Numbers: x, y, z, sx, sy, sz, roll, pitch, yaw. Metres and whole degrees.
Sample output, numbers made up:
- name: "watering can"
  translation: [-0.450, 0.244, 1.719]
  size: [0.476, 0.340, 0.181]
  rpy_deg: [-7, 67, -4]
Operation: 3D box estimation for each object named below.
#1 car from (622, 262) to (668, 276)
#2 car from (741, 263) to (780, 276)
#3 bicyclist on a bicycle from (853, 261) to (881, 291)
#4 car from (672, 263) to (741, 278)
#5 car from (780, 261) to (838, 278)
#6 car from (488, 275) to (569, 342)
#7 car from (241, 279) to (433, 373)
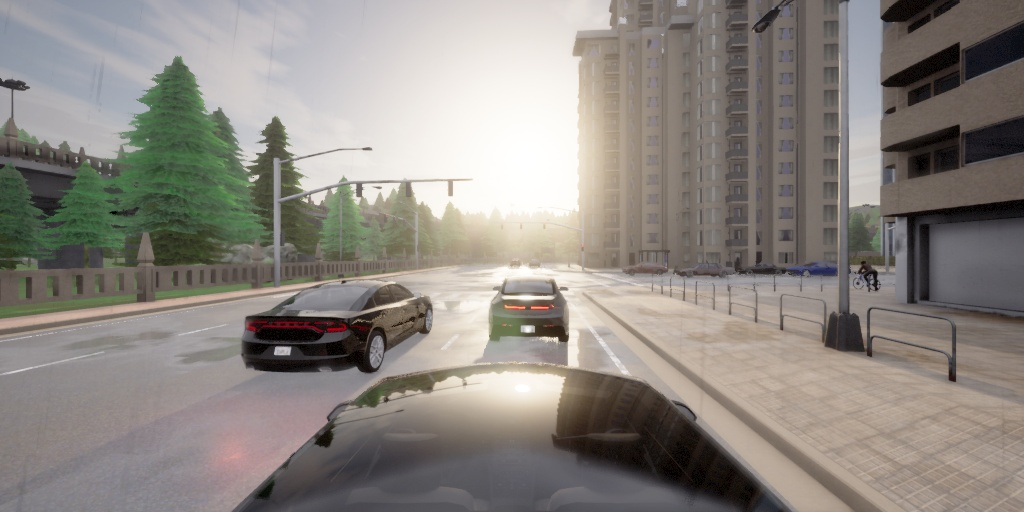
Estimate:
- name: "car"
  translation: [14.162, 1.331, 38.274]
  size: [4.674, 1.442, 1.812]
  rpy_deg: [0, 0, 4]
- name: "car"
  translation: [25.996, 1.406, 37.692]
  size: [4.718, 1.301, 1.895]
  rpy_deg: [0, 0, 3]
- name: "bicyclist on a bicycle"
  translation: [19.756, 1.107, 19.999]
  size: [0.582, 1.620, 1.656]
  rpy_deg: [0, 0, 3]
- name: "car"
  translation: [18.474, 1.353, 34.560]
  size: [5.357, 1.411, 2.033]
  rpy_deg: [0, 0, 3]
- name: "car"
  translation: [28.932, 1.283, 34.035]
  size: [5.008, 1.535, 1.882]
  rpy_deg: [0, 0, 3]
- name: "car"
  translation: [0.494, 1.255, 9.798]
  size: [1.837, 1.490, 4.892]
  rpy_deg: [0, 0, 4]
- name: "car"
  translation: [-3.161, 1.228, 7.678]
  size: [1.882, 1.535, 5.008]
  rpy_deg: [0, 0, 4]
